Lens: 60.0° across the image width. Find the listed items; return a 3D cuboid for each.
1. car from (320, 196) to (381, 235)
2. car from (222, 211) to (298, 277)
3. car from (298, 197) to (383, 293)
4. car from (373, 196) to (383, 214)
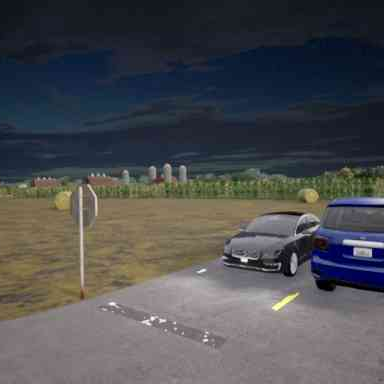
[{"bbox_3d":[8.733,1.132,18.084,2.097,1.767,4.553,0,1,37],"label":"car"},{"bbox_3d":[2.728,1.395,10.133,1.837,1.490,4.892,0,1,36],"label":"car"},{"bbox_3d":[4.635,1.127,8.000,2.150,2.045,5.566,0,1,37],"label":"car"},{"bbox_3d":[17.685,1.133,29.811,1.812,1.442,4.674,0,1,38],"label":"car"}]
